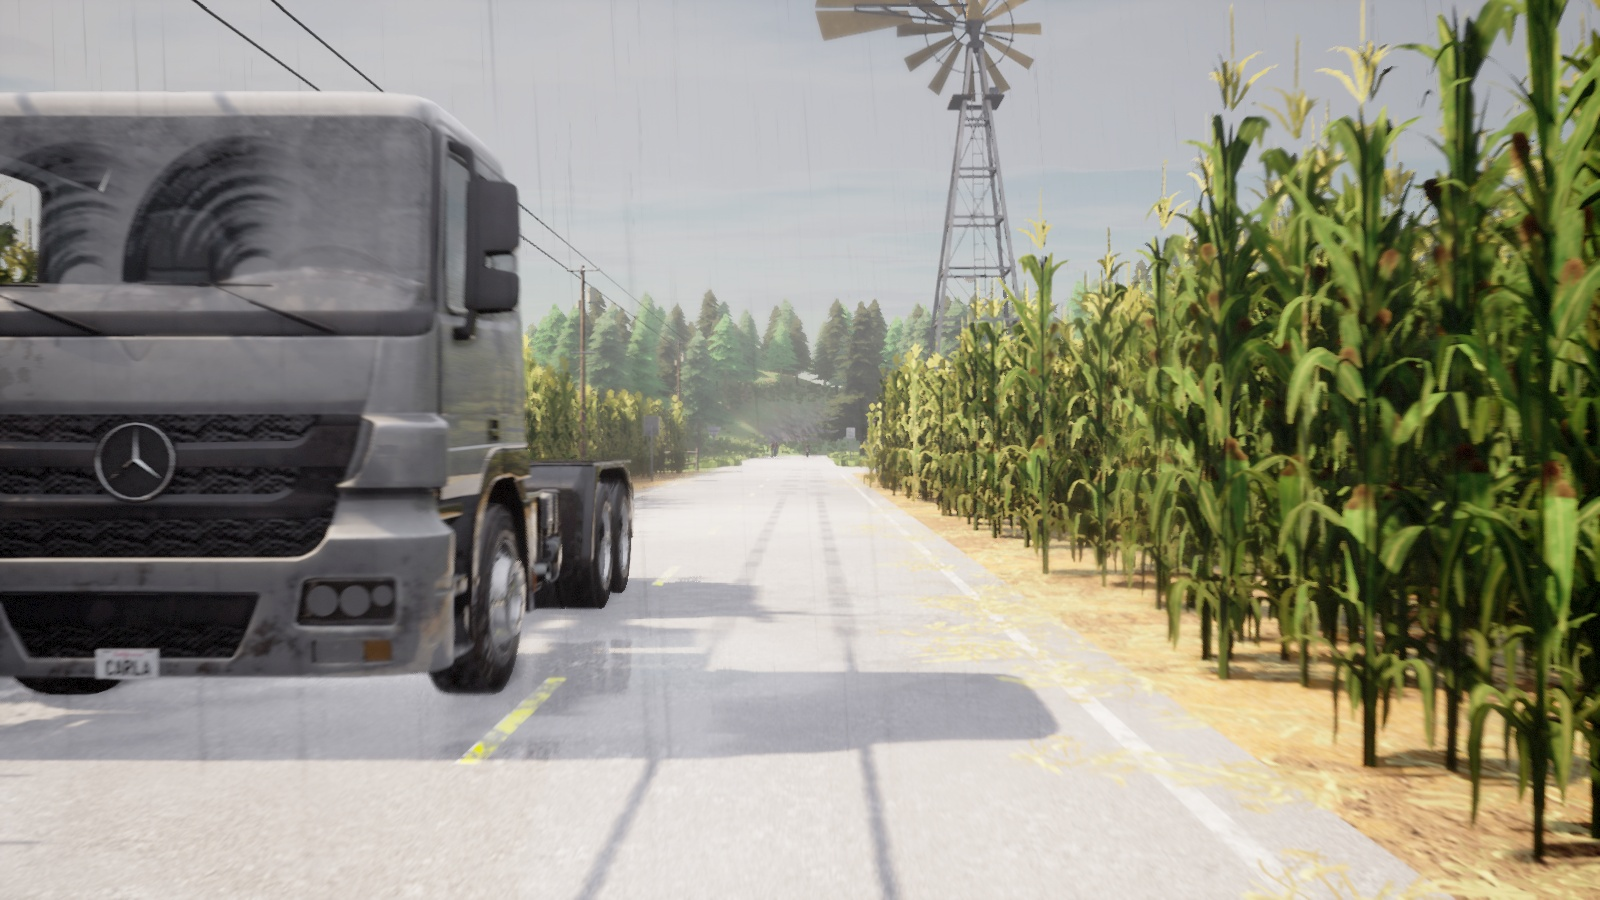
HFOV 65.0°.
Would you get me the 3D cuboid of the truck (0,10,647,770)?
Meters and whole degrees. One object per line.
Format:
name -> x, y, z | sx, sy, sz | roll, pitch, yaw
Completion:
truck -> -3.128, -0.293, 9.695 | 2.891, 3.462, 7.936 | 0, 0, 0
